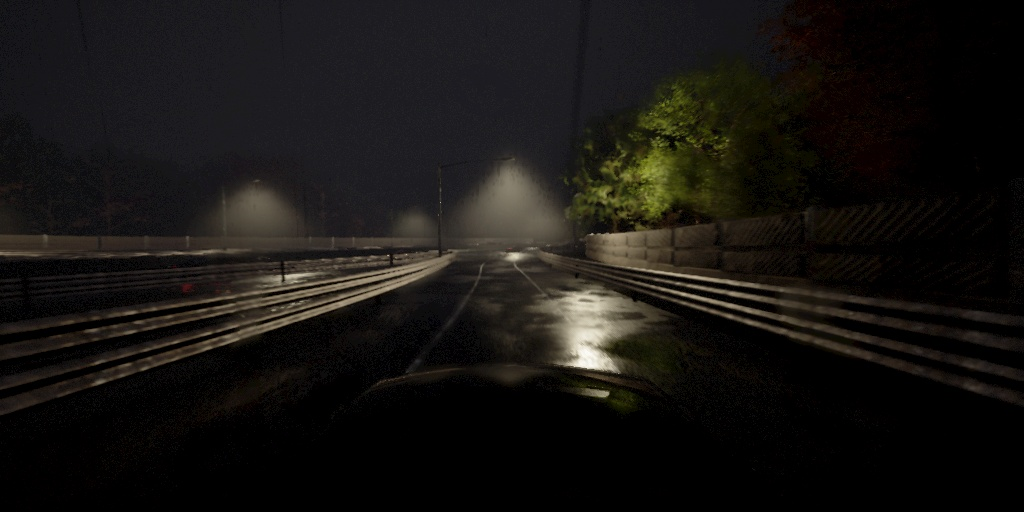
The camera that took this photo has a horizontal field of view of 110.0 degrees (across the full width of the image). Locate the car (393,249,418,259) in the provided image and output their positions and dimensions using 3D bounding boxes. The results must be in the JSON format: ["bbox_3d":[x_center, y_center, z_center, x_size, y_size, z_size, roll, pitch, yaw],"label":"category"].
[{"bbox_3d":[-15.447,-0.298,52.142,1.994,1.385,4.181,1,3,23],"label":"car"}]

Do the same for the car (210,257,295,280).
[{"bbox_3d":[-18.504,0.809,26.348,2.128,1.511,4.902,1,3,22],"label":"car"}]

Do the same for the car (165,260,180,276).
[{"bbox_3d":[-25.060,0.813,28.808,1.994,1.385,4.181,1,3,22],"label":"car"}]

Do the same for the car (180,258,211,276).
[{"bbox_3d":[-21.789,0.791,27.561,1.837,1.490,4.892,1,3,22],"label":"car"}]
